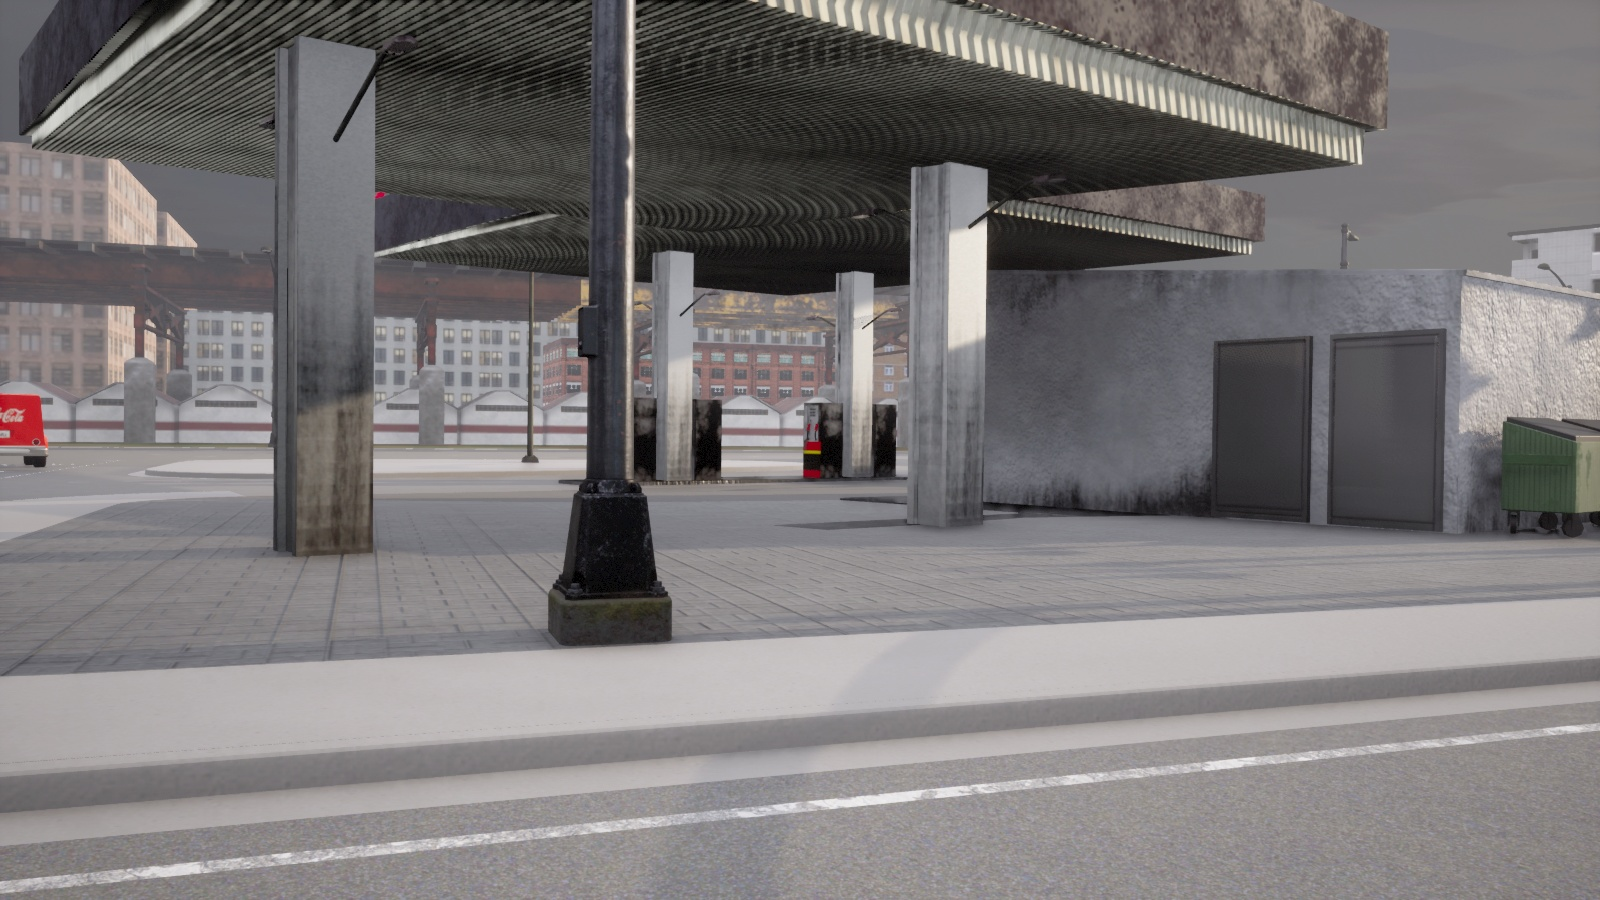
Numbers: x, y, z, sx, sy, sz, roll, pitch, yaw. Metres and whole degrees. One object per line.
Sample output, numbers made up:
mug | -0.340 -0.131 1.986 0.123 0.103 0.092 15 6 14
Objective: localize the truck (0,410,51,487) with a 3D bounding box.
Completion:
truck | -27.017 -0.087 42.456 2.627 2.467 5.204 -1 1 -34
